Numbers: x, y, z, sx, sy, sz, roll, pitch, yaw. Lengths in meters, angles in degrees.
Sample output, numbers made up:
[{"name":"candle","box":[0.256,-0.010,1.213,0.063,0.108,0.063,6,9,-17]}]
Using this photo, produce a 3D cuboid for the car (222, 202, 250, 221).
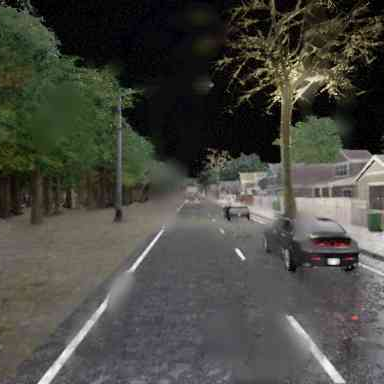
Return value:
[{"name":"car","box":[3.620,1.539,27.684,2.128,1.511,4.902,0,0,0]}]

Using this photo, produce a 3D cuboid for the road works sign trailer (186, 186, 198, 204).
[{"name":"road works sign trailer","box":[0.049,0.607,65.181,2.380,3.560,2.880,0,0,0]}]

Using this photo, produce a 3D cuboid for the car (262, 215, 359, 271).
[{"name":"car","box":[3.608,1.521,10.887,1.837,1.490,4.892,0,0,0]}]
